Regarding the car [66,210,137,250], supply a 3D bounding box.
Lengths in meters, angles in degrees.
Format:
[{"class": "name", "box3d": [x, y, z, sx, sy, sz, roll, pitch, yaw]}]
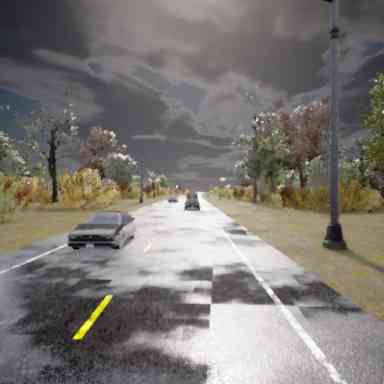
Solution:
[{"class": "car", "box3d": [-3.616, 1.516, 14.425, 2.033, 1.411, 5.357, 0, 0, 0]}]

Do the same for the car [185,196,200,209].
[{"class": "car", "box3d": [0.041, 1.497, 42.197, 1.895, 1.301, 4.718, 0, 0, 0]}]

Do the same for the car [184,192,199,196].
[{"class": "car", "box3d": [0.054, 1.060, 62.974, 2.150, 2.045, 5.566, 0, 0, 0]}]

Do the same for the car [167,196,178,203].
[{"class": "car", "box3d": [-3.546, 1.386, 62.258, 2.033, 1.411, 5.357, 0, 0, 0]}]
